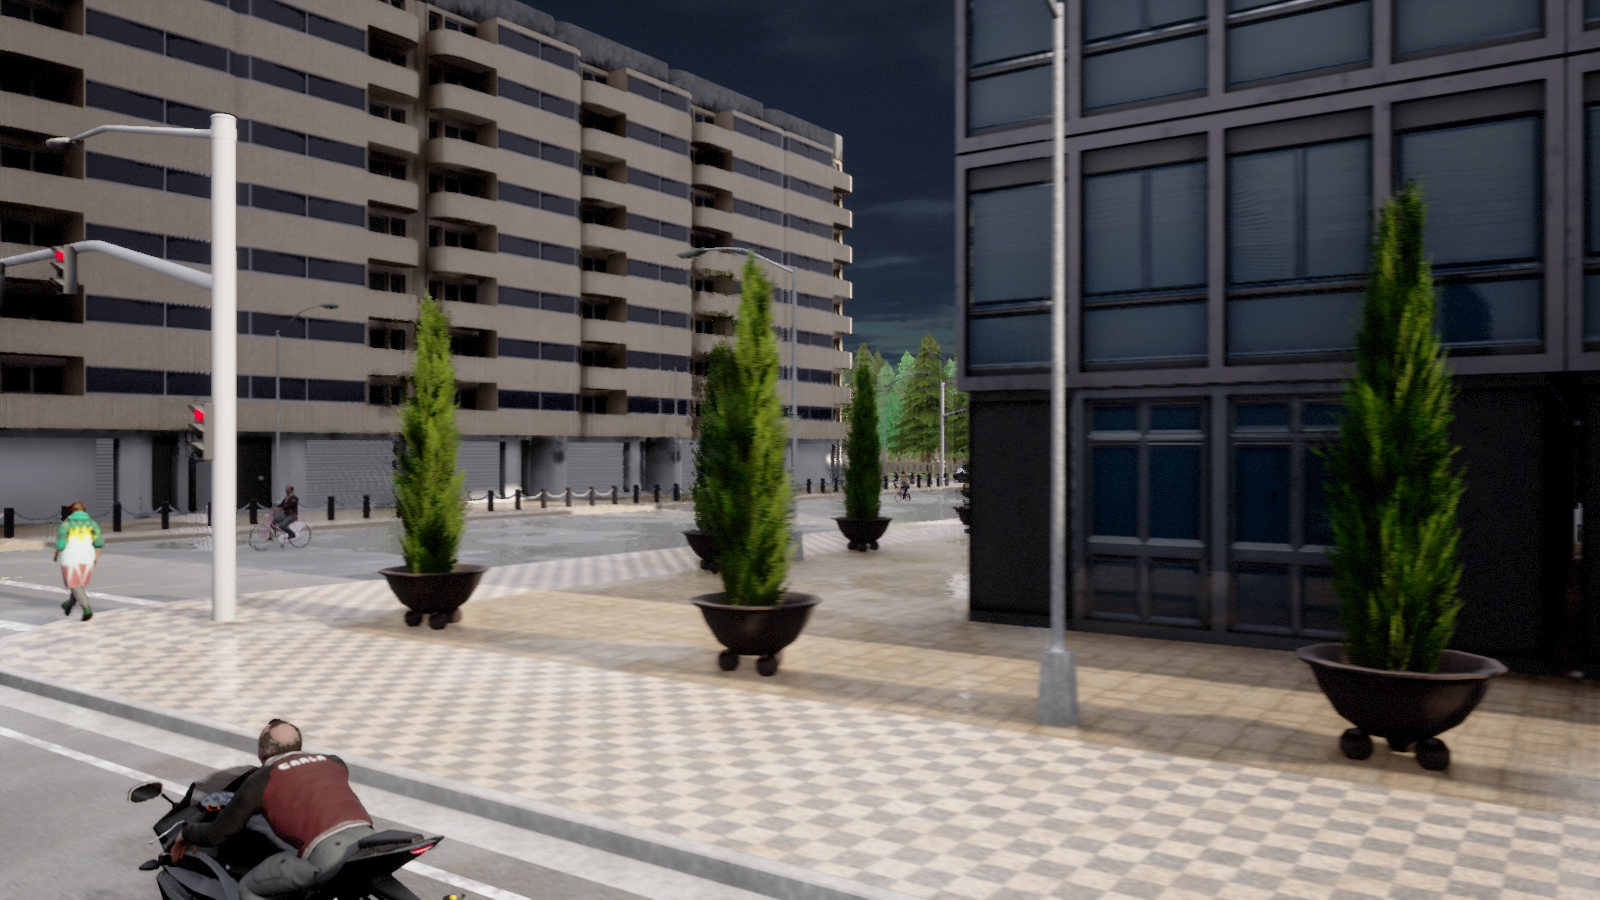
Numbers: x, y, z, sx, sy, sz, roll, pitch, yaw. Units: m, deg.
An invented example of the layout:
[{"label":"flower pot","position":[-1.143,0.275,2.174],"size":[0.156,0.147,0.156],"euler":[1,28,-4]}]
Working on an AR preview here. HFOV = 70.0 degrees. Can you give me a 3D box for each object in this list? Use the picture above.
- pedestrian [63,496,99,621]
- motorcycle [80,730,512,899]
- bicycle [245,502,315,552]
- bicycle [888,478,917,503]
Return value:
[{"label":"pedestrian","position":[-11.019,1.650,17.505],"size":[0.375,1.860,0.375],"euler":[0,0,40]},{"label":"motorcycle","position":[-2.466,2.206,5.471],"size":[2.209,1.251,0.867],"euler":[0,0,35]},{"label":"bicycle","position":[-14.317,2.108,31.512],"size":[0.329,1.271,1.835],"euler":[0,0,35]},{"label":"bicycle","position":[5.348,2.105,59.552],"size":[0.859,1.276,1.487],"euler":[0,0,35]}]
